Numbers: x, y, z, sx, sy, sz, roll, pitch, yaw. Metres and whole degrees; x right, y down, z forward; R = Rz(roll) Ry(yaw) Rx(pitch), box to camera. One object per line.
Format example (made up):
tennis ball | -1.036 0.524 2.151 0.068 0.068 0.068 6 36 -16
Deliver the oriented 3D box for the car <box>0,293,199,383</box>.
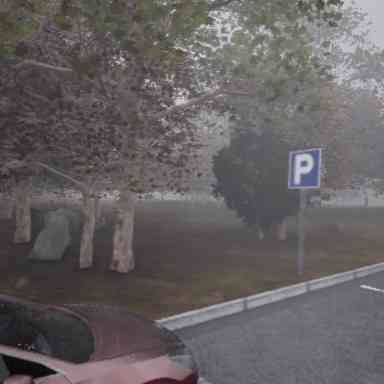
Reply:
car | -2.183 1.509 2.493 4.792 1.488 2.163 0 0 -33
